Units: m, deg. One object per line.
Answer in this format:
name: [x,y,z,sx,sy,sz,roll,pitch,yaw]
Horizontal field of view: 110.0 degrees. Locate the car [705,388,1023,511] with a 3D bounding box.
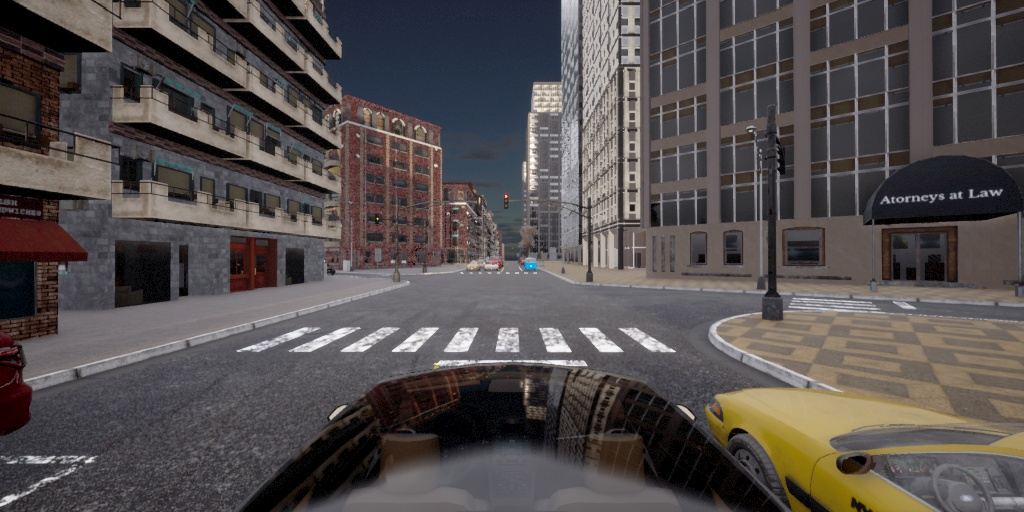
car: [2.566,1.275,1.271,1.751,1.417,4.829,0,0,0]

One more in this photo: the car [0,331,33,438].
car: [-5.314,1.065,1.092,2.192,1.841,5.009,0,0,0]

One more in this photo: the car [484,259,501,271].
car: [-2.865,1.397,50.205,1.895,1.301,4.718,0,0,-2]

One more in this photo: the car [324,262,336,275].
car: [-22.364,1.456,41.790,4.892,1.490,1.837,-1,-1,41]

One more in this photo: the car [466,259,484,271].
car: [-5.331,1.321,49.921,1.751,1.417,4.829,0,0,0]

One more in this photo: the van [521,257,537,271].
van: [2.549,1.136,50.094,1.690,1.789,3.998,0,0,0]

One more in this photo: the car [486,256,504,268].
car: [-2.851,1.038,59.713,2.150,2.045,5.566,0,0,0]
